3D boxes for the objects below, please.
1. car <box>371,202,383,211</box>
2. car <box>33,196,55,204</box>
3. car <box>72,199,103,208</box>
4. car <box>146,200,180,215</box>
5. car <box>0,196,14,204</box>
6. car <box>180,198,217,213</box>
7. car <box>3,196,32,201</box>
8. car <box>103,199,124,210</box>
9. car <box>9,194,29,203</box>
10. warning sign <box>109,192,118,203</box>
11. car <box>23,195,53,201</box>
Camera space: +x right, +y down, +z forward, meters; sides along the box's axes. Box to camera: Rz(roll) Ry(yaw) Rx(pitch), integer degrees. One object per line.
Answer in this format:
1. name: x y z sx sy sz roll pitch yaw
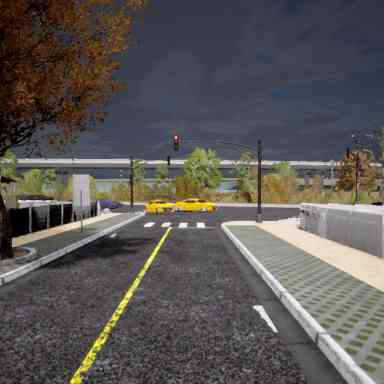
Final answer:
1. car: 19.854 1.260 32.066 4.718 1.301 1.895 -1 2 36
2. car: -30.521 1.600 68.546 4.892 1.490 1.837 -1 2 36
3. car: -14.725 1.725 44.898 5.008 1.535 1.882 0 2 36
4. car: -3.317 1.586 34.378 1.882 1.535 5.008 2 -4 -24
5. car: -40.869 1.720 72.048 4.902 1.511 2.128 -1 2 36
6. car: 0.515 1.498 37.840 5.008 1.535 1.882 -1 2 36
7. car: -29.311 1.853 55.544 5.008 1.535 1.882 -1 2 37
8. car: -12.028 1.678 46.958 5.357 1.411 2.033 0 2 36
9. car: -38.941 1.440 74.654 4.553 1.767 2.097 -1 2 36
10. warning sign: -14.245 0.995 60.261 1.060 1.860 1.300 2 1 36
11. car: -26.200 1.478 57.291 5.566 2.045 2.150 -1 1 36
